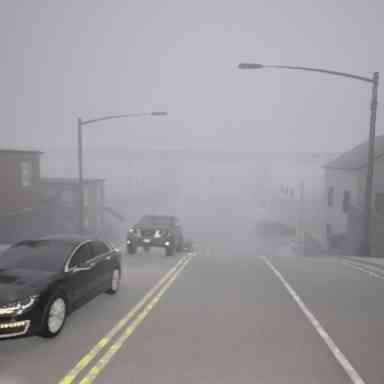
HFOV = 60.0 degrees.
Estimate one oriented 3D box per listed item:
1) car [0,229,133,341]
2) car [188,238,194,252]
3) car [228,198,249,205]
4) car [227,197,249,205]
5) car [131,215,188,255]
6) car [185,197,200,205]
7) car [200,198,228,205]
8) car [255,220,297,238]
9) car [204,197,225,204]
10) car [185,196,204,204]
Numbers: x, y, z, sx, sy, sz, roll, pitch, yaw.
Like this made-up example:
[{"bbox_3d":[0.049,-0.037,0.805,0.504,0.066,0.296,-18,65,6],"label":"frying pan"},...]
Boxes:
[{"bbox_3d":[-2.946,1.715,7.097,1.837,1.490,4.892,1,-3,7],"label":"car"},{"bbox_3d":[-0.867,4.538,27.801,1.882,1.535,5.008,1,-15,6],"label":"car"},{"bbox_3d":[10.571,2.205,76.660,4.974,1.542,2.038,5,7,35],"label":"car"},{"bbox_3d":[10.531,2.045,76.674,4.536,1.218,1.853,5,7,35],"label":"car"},{"bbox_3d":[-1.779,2.228,17.856,2.150,2.045,5.566,1,-8,6],"label":"car"},{"bbox_3d":[0.570,2.037,76.954,2.038,1.542,4.974,-4,7,-40],"label":"car"},{"bbox_3d":[5.151,2.148,76.463,4.974,1.542,2.038,-2,6,-30],"label":"car"},{"bbox_3d":[11.471,4.967,45.411,5.566,2.045,2.150,0,5,-11],"label":"car"},{"bbox_3d":[5.198,1.989,76.474,4.536,1.218,1.853,-2,6,-30],"label":"car"},{"bbox_3d":[0.539,1.876,76.979,1.853,1.218,4.536,-4,7,-40],"label":"car"}]
